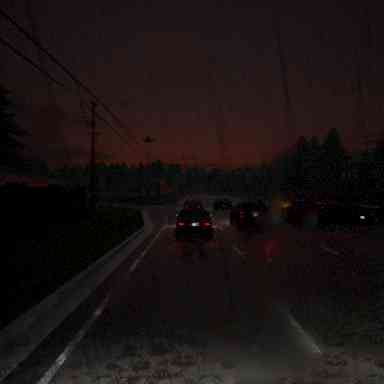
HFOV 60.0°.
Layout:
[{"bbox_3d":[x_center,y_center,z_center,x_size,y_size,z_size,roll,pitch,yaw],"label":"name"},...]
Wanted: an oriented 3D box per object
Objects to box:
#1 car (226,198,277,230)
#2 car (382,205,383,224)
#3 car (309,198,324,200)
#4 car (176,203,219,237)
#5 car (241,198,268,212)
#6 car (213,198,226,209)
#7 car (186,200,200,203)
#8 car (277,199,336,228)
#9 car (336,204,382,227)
[{"bbox_3d":[3.601,1.319,20.979,2.097,1.767,4.553,0,0,0],"label":"car"},{"bbox_3d":[14.100,1.191,21.111,2.150,2.045,5.566,0,0,0],"label":"car"},{"bbox_3d":[14.100,1.436,38.311,2.128,1.511,4.902,0,0,0],"label":"car"},{"bbox_3d":[0.100,1.521,17.675,2.033,1.411,5.357,0,0,0],"label":"car"},{"bbox_3d":[7.101,1.434,38.319,2.128,1.511,4.902,0,0,0],"label":"car"},{"bbox_3d":[3.600,1.418,39.923,1.882,1.535,5.008,0,0,0],"label":"car"},{"bbox_3d":[0.101,1.545,36.833,1.895,1.301,4.718,0,0,0],"label":"car"},{"bbox_3d":[7.100,1.460,21.651,2.128,1.511,4.902,0,0,0],"label":"car"},{"bbox_3d":[10.600,1.531,22.689,1.994,1.385,4.181,0,0,0],"label":"car"}]
